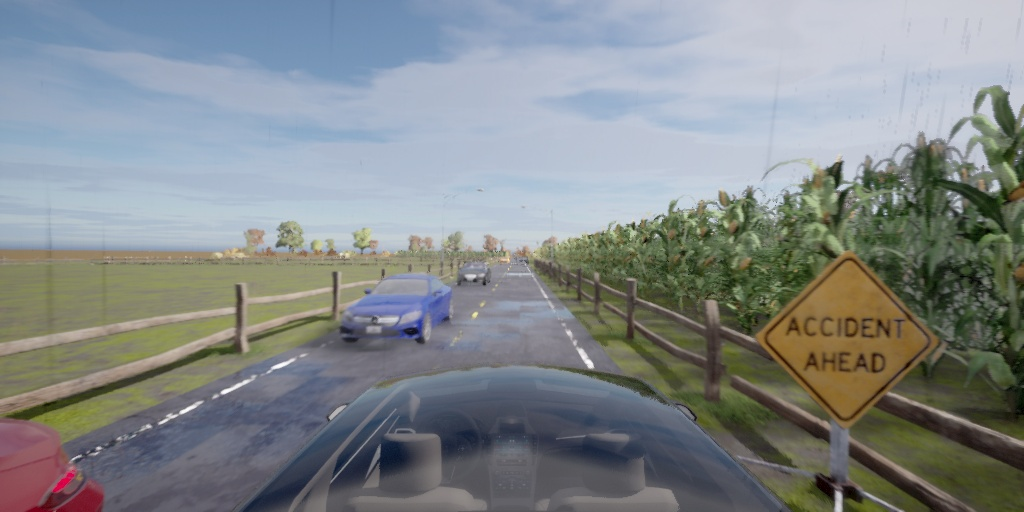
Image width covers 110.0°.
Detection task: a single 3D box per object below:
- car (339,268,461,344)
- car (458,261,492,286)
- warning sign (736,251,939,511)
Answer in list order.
[{"bbox_3d":[-2.733,1.212,9.543,1.812,1.442,4.674,1,0,1],"label":"car"},{"bbox_3d":[-2.429,1.124,23.915,2.128,1.511,4.902,1,0,2],"label":"car"},{"bbox_3d":[2.426,0.891,2.670,1.300,1.860,1.060,0,0,1],"label":"warning sign"}]
